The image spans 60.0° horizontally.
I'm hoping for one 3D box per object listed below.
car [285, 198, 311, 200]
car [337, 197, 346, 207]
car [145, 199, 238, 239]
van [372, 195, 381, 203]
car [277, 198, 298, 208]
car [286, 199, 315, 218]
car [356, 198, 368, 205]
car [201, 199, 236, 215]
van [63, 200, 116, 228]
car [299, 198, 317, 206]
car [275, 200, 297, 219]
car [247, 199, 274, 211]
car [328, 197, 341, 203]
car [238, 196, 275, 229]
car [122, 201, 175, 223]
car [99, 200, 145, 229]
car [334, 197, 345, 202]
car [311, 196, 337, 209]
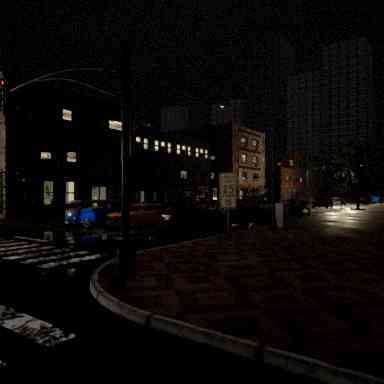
[{"bbox_3d":[15.368,1.342,49.052,2.033,1.411,5.357,0,0,35],"label":"car"},{"bbox_3d":[25.392,1.829,57.840,1.895,1.301,4.718,0,0,36],"label":"car"},{"bbox_3d":[0.177,1.350,17.761,2.192,1.841,5.009,-1,-1,35],"label":"car"},{"bbox_3d":[44.871,1.694,80.877,1.690,1.788,3.998,-1,-1,35],"label":"van"},{"bbox_3d":[15.586,1.742,54.018,1.752,1.417,4.829,-1,-1,35],"label":"car"},{"bbox_3d":[9.756,1.657,31.284,1.947,1.339,4.313,-1,-1,35],"label":"car"},{"bbox_3d":[32.103,1.801,62.841,2.008,1.369,4.403,-1,-1,35],"label":"car"},{"bbox_3d":[2.915,1.570,36.126,1.967,1.590,4.097,-1,-1,35],"label":"car"},{"bbox_3d":[-6.663,1.414,22.601,1.690,1.788,3.998,-1,0,35],"label":"van"},{"bbox_3d":[22.070,1.816,63.174,2.008,1.369,4.403,-1,-1,35],"label":"car"},{"bbox_3d":[6.564,1.616,26.776,1.887,1.381,4.507,-1,-1,35],"label":"car"},{"bbox_3d":[9.300,1.723,45.141,2.008,1.369,4.403,-1,-1,35],"label":"car"},{"bbox_3d":[34.839,1.915,81.207,2.008,1.369,4.403,-1,-1,35],"label":"car"},{"bbox_3d":[3.370,1.368,22.269,2.192,1.841,5.009,-1,-1,35],"label":"car"},{"bbox_3d":[-3.470,1.531,27.109,1.967,1.590,4.097,-1,-1,35],"label":"car"},{"bbox_3d":[-3.516,1.544,22.561,1.882,1.535,5.008,0,0,35],"label":"car"},{"bbox_3d":[38.031,1.936,85.715,1.887,1.381,4.507,-1,-1,35],"label":"car"},{"bbox_3d":[19.522,1.537,49.550,2.097,1.767,4.553,0,0,35],"label":"car"}]
